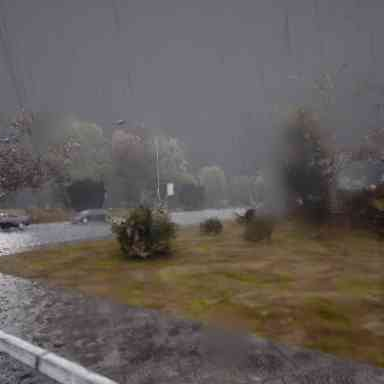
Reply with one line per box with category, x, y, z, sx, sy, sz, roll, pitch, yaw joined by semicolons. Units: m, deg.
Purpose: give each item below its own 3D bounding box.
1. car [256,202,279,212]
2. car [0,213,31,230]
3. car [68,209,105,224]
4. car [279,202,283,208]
car;10.926;2.271;49.799;1.994;1.385;4.181;-3;-2;32
car;-15.911;2.526;27.523;2.128;1.511;4.902;-3;-2;32
car;-10.788;2.560;35.382;1.837;1.490;4.892;-3;-2;32
car;16.281;2.304;58.199;1.837;1.490;4.892;-3;-2;33
